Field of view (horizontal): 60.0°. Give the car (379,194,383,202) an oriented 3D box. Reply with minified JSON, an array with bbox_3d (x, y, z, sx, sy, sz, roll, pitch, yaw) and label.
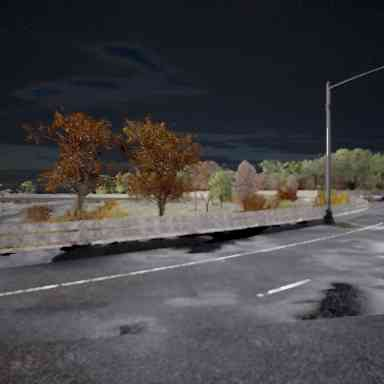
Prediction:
[{"bbox_3d":[46.135,1.399,77.642,2.150,2.045,5.566,0,0,5],"label":"car"}]

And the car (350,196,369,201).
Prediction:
[{"bbox_3d":[39.182,1.675,78.950,2.128,1.511,4.902,0,0,5],"label":"car"}]

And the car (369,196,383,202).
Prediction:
[{"bbox_3d":[42.659,1.694,78.543,2.033,1.411,5.357,0,0,5],"label":"car"}]
